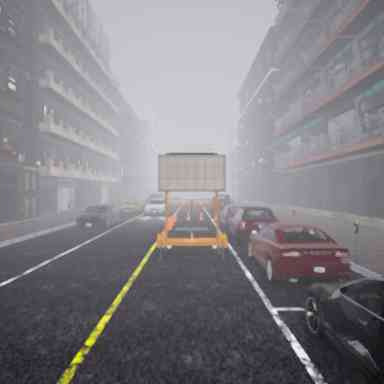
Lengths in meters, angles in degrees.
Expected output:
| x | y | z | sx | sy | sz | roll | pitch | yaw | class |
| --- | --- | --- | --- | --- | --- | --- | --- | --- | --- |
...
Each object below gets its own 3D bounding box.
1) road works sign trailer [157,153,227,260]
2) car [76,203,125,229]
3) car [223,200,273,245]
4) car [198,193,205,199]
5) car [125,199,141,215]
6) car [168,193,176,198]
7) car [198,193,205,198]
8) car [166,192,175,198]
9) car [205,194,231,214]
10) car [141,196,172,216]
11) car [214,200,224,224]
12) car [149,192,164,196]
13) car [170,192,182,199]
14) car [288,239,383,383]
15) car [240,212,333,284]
| x | y | z | sx | sy | sz | roll | pitch | yaw | class |
| --- | --- | --- | --- | --- | --- | --- | --- | --- | --- |
| -0.001 | 0.386 | 12.009 | 2.380 | 3.560 | 2.880 | 0 | 0 | 0 | road works sign trailer |
| -5.691 | 1.432 | 20.522 | 1.947 | 1.339 | 4.313 | 0 | 0 | 0 | car |
| 2.690 | 1.343 | 14.883 | 1.967 | 1.590 | 4.097 | 0 | 0 | 0 | car |
| 2.686 | 0.969 | 82.688 | 1.752 | 1.417 | 4.829 | 0 | 0 | 0 | car |
| -5.691 | 1.318 | 31.624 | 1.752 | 1.417 | 4.829 | 0 | 0 | 0 | car |
| -5.695 | 0.911 | 93.795 | 1.887 | 1.381 | 4.507 | 0 | 0 | 0 | car |
| 2.685 | 0.911 | 93.791 | 1.887 | 1.381 | 4.507 | 0 | 0 | 0 | car |
| -5.695 | 0.846 | 88.157 | 1.967 | 1.590 | 4.097 | 0 | 0 | 0 | car |
| 2.691 | 1.107 | 31.790 | 2.192 | 1.841 | 5.009 | 0 | 0 | 0 | car |
| -3.101 | 1.331 | 29.808 | 1.812 | 1.442 | 4.674 | 0 | 0 | 0 | car |
| 2.690 | 1.417 | 20.519 | 2.008 | 1.369 | 4.403 | 0 | 0 | 0 | car |
| -5.693 | 1.118 | 48.704 | 1.967 | 1.590 | 4.097 | 0 | 0 | 0 | car |
| -3.006 | 1.046 | 71.040 | 2.033 | 1.411 | 5.357 | 0 | 0 | 0 | car |
| 2.691 | 1.542 | 3.611 | 1.947 | 1.339 | 4.313 | 0 | 0 | 0 | car |
| 2.691 | 1.485 | 9.247 | 1.887 | 1.381 | 4.507 | 0 | 0 | 0 | car |
